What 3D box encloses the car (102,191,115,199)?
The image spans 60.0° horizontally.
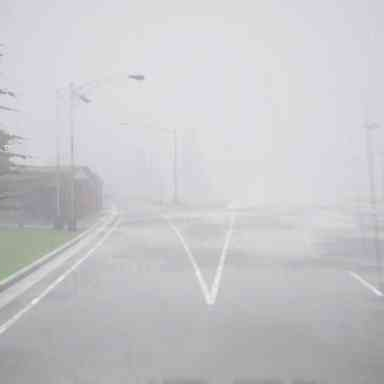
[{"bbox_3d":[-19.439,0.836,77.913,1.882,1.535,5.008,0,1,-25],"label":"car"}]

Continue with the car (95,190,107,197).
[{"bbox_3d":[-23.738,0.487,87.045,2.097,1.767,4.553,0,1,-28],"label":"car"}]
